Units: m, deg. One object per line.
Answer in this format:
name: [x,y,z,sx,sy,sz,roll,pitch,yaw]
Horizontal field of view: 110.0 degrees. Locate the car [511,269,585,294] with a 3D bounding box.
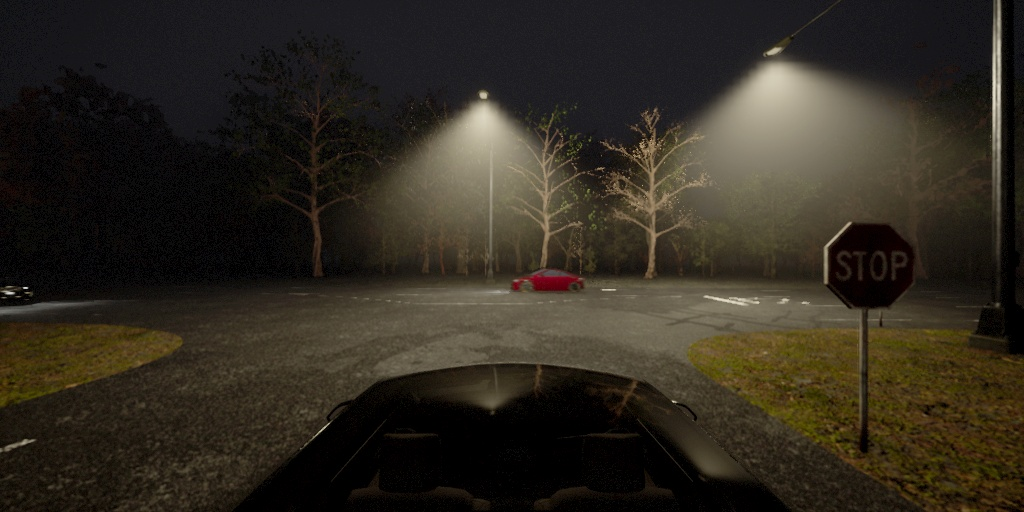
car: [2.041,1.419,20.581,4.181,1.385,1.994,0,0,0]

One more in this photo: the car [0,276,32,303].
car: [-21.803,1.173,13.905,4.892,1.490,1.837,0,0,1]
